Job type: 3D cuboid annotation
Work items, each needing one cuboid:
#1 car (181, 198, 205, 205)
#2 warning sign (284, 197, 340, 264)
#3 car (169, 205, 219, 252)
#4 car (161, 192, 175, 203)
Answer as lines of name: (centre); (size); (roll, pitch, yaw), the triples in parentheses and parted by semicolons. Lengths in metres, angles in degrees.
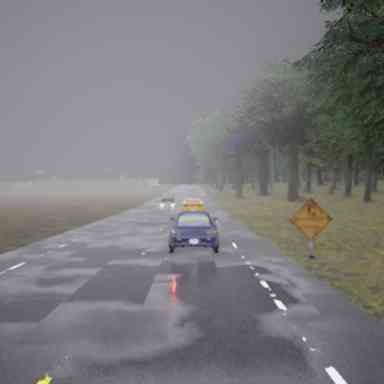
car: (0.079, 1.252, 28.990); (1.882, 1.535, 5.008); (0, 1, 0)
warning sign: (3.543, 1.094, 9.944); (1.300, 1.860, 1.060); (0, 0, 0)
car: (0.073, 1.474, 13.511); (1.812, 1.442, 4.674); (0, 1, 0)
car: (-3.579, 0.816, 49.769); (1.882, 1.535, 5.008); (0, 2, 0)
